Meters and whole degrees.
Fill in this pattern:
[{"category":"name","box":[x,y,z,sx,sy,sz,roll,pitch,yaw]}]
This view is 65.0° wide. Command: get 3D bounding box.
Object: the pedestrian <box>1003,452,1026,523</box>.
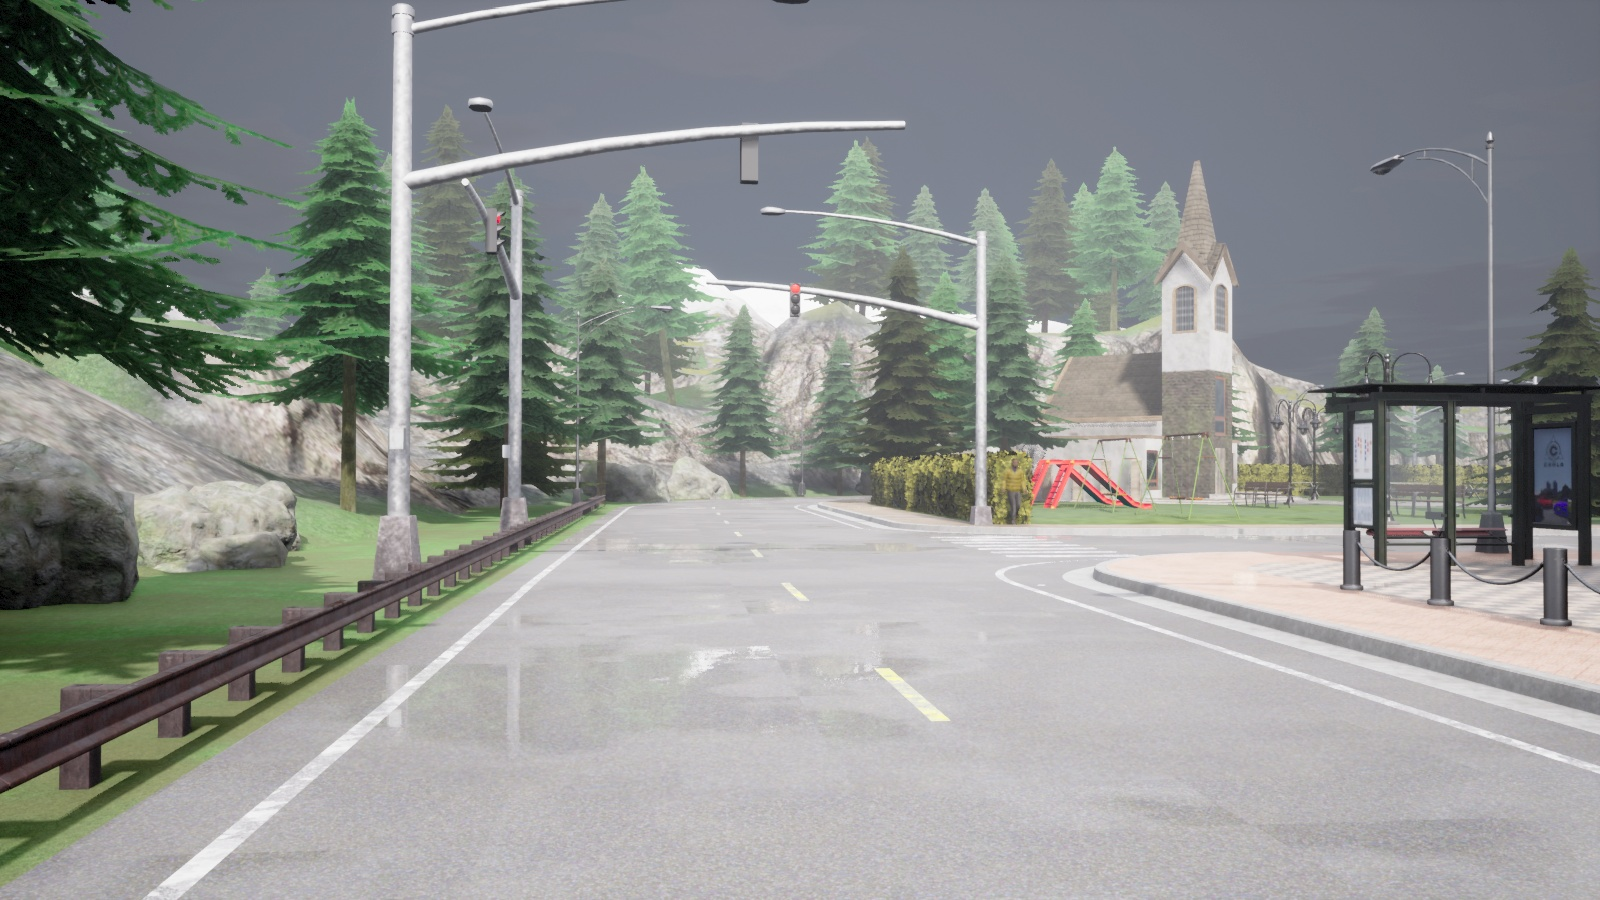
[{"category":"pedestrian","box":[5.641,0.986,33.042,0.431,1.840,0.709,0,-1,-5]}]
